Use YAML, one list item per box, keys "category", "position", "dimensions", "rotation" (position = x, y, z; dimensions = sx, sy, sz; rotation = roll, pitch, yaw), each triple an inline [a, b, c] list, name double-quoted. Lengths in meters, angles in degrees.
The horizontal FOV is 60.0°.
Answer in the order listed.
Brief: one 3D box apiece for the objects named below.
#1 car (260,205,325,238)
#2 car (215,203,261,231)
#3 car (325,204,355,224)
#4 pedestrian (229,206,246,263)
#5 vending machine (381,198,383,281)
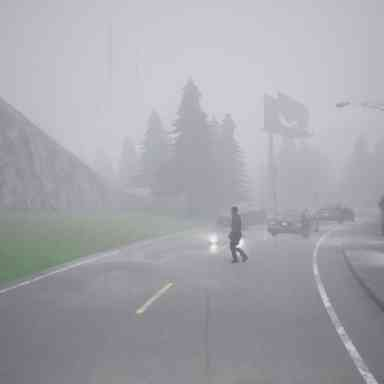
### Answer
- category: "car"
  position: [5.541, 1.547, 17.779]
  dimensions: [2.033, 1.411, 5.357]
  rotation: [0, 0, 28]
- category: "car"
  position: [3.196, 1.477, 21.050]
  dimensions: [1.882, 1.535, 5.008]
  rotation: [0, 0, 32]
- category: "car"
  position: [10.898, 1.563, 25.318]
  dimensions: [1.994, 1.385, 4.181]
  rotation: [0, 0, 40]
- category: "pedestrian"
  position: [1.382, 1.293, 10.434]
  dimensions: [0.375, 1.860, 0.375]
  rotation: [0, 0, 18]
- category: "vending machine"
  position: [5.320, 1.195, 8.062]
  dimensions: [1.100, 2.100, 0.880]
  rotation: [0, 0, 17]
